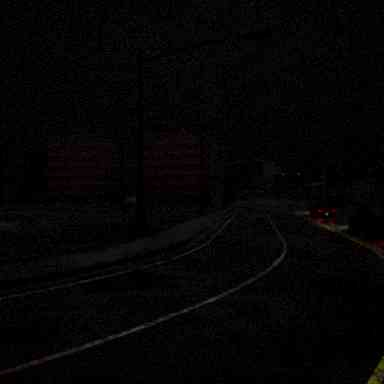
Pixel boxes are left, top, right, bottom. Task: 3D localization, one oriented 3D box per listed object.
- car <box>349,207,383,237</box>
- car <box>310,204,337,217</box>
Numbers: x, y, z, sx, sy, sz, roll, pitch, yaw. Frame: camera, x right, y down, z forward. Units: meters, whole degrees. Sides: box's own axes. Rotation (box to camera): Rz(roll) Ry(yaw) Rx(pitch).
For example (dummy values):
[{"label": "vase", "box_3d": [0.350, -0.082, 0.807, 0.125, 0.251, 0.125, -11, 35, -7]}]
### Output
[{"label": "car", "box_3d": [10.352, 1.594, 18.807, 1.882, 1.535, 5.008, 0, -1, 12]}, {"label": "car", "box_3d": [13.225, 1.839, 33.782, 1.895, 1.301, 4.718, 0, -1, 11]}]
